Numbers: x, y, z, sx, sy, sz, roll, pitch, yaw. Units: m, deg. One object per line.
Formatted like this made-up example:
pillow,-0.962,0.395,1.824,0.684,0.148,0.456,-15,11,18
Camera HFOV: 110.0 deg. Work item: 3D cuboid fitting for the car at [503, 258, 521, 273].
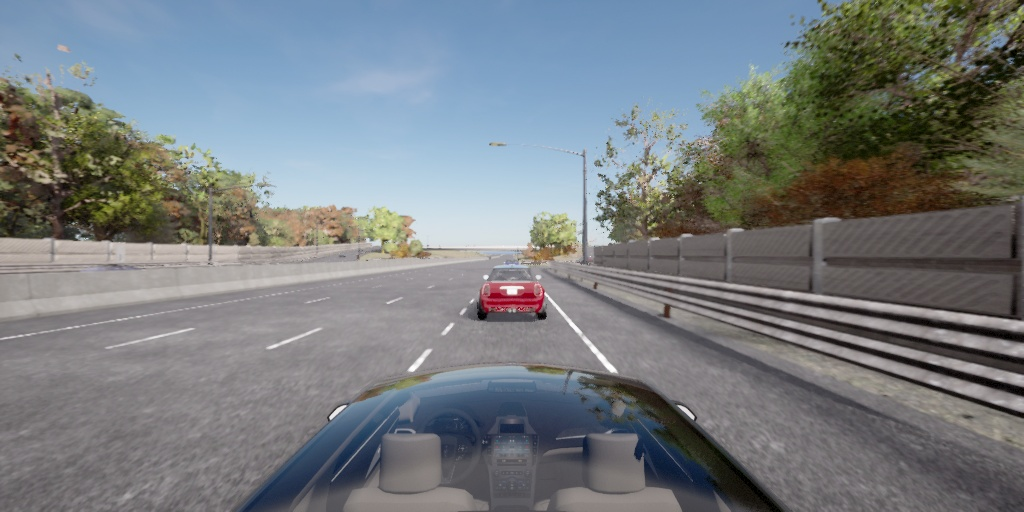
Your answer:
car,0.092,1.103,43.544,2.097,1.767,4.553,0,0,2

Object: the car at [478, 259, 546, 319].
car,0.003,1.096,12.895,2.097,1.767,4.553,0,0,0

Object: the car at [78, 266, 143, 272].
car,-24.589,1.292,21.816,2.033,1.411,5.357,0,0,0
